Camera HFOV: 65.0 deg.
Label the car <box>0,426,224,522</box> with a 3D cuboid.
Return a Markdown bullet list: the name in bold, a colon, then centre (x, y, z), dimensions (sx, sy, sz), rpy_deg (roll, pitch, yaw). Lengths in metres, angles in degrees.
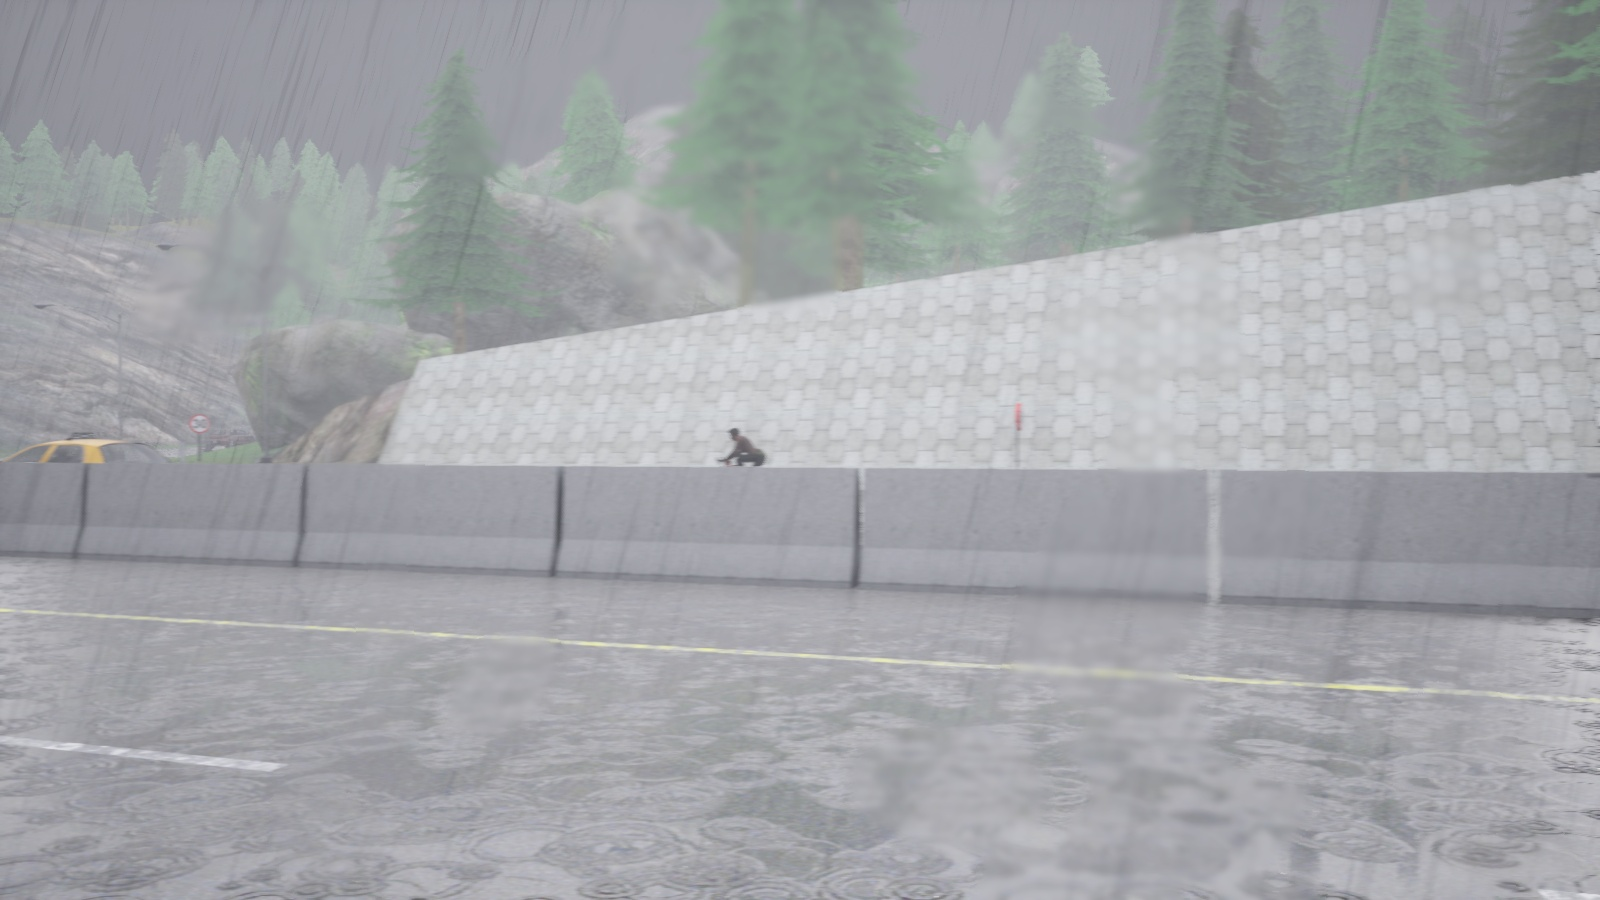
- **car**: centre (-13.090, 0.357, 22.366), dimensions (5.366, 1.575, 1.801), rpy_deg (1, 1, 19)
